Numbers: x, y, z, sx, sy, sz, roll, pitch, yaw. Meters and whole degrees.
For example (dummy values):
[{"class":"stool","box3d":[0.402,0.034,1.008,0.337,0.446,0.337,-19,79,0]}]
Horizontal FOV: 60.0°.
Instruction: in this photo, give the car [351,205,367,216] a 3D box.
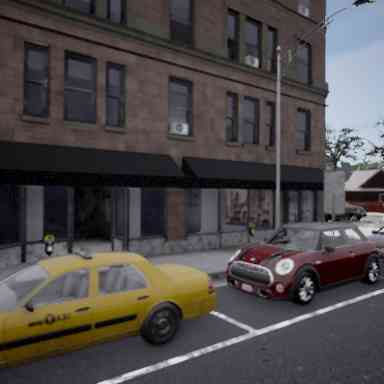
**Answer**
[{"class":"car","box3d":[13.228,1.598,31.106,2.150,2.045,5.566,1,-1,-35]}]

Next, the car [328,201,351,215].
[{"class":"car","box3d":[10.546,1.568,29.269,2.150,2.045,5.566,1,-1,-35]}]

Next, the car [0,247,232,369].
[{"class":"car","box3d":[-1.852,1.536,4.866,4.829,1.417,1.752,1,0,-35]}]

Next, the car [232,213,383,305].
[{"class":"car","box3d":[2.784,1.506,8.165,4.097,1.590,1.967,1,0,-35]}]
